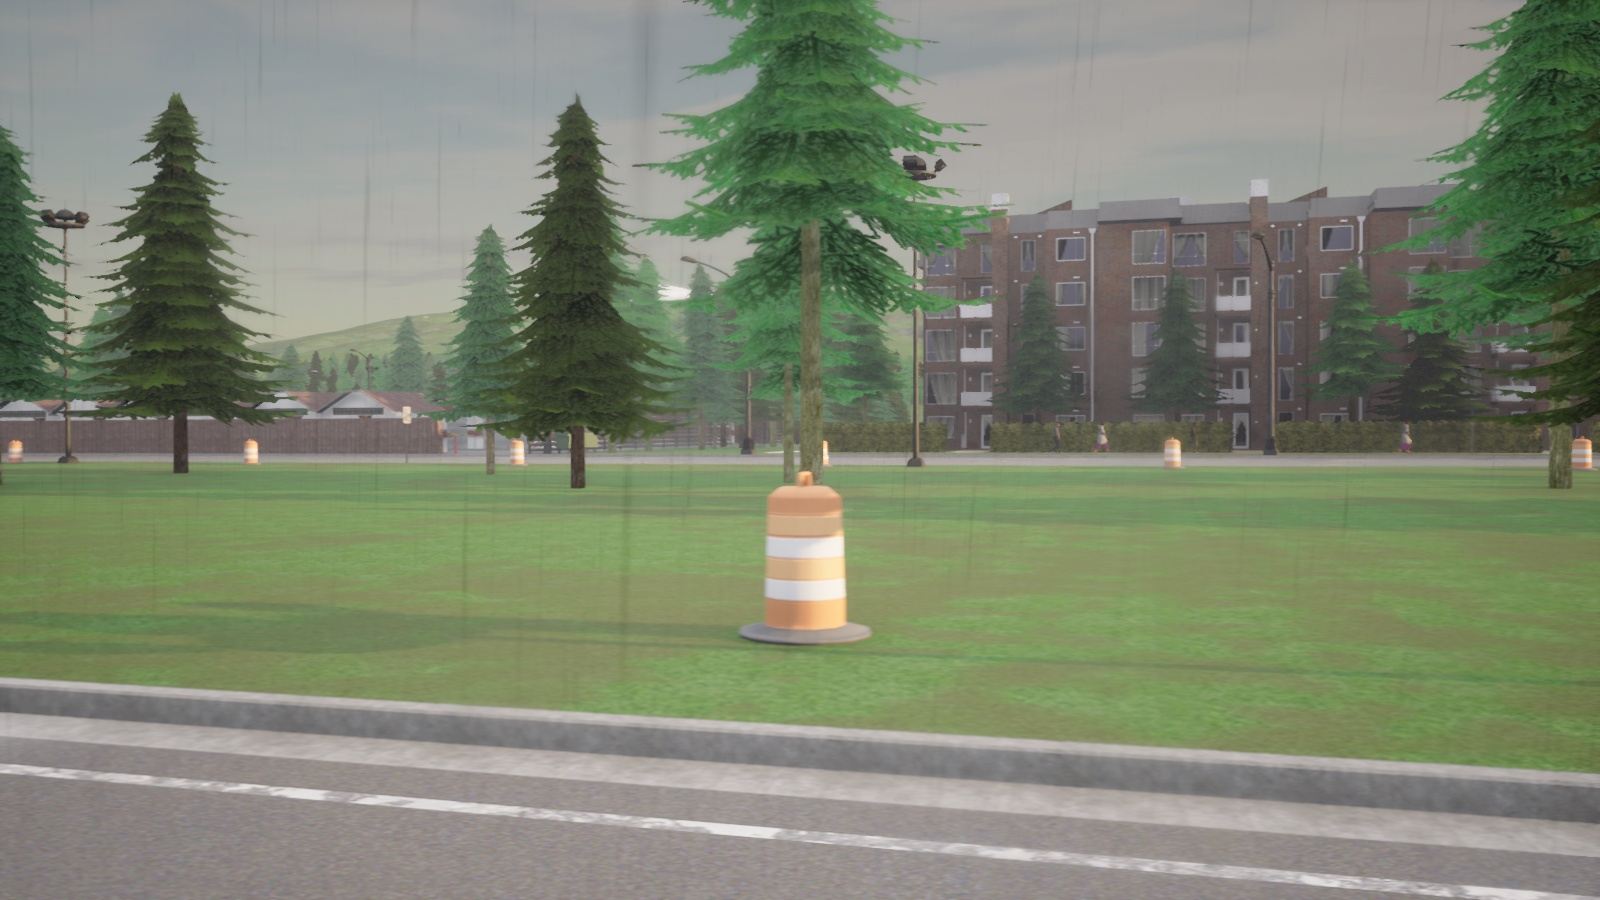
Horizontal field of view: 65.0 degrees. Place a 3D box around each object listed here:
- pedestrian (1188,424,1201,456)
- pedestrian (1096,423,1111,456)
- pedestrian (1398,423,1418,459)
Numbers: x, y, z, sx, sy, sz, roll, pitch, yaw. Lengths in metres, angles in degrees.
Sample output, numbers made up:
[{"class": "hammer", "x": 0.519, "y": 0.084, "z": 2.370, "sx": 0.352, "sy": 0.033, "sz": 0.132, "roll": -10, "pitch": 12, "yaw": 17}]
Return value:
[{"class": "pedestrian", "x": 22.693, "y": -0.585, "z": 72.244, "sx": 0.703, "sy": 1.840, "sz": 0.431, "roll": 0, "pitch": 1, "yaw": 16}, {"class": "pedestrian", "x": 17.866, "y": -0.629, "z": 73.914, "sx": 0.873, "sy": 1.952, "sz": 0.659, "roll": 0, "pitch": 1, "yaw": 16}, {"class": "pedestrian", "x": 33.603, "y": -0.498, "z": 69.423, "sx": 0.873, "sy": 1.952, "sz": 0.659, "roll": 0, "pitch": 1, "yaw": 16}]
